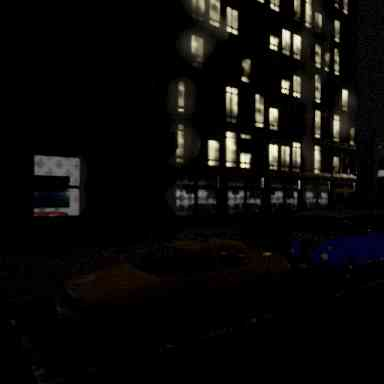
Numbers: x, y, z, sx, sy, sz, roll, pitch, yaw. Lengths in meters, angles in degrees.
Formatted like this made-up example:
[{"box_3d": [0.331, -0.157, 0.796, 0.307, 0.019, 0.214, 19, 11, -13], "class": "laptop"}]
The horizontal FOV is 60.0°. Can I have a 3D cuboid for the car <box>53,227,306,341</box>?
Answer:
[{"box_3d": [-0.067, 1.547, 6.508, 4.829, 1.417, 1.752, 0, 0, -35], "class": "car"}]

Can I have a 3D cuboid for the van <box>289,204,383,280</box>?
[{"box_3d": [4.583, 1.398, 9.823, 3.998, 1.788, 1.690, 0, 0, -35], "class": "van"}]

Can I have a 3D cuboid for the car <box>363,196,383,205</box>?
[{"box_3d": [22.123, 1.338, 36.415, 2.192, 1.841, 5.009, 2, 0, -36], "class": "car"}]
